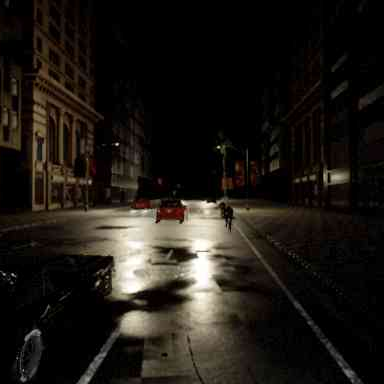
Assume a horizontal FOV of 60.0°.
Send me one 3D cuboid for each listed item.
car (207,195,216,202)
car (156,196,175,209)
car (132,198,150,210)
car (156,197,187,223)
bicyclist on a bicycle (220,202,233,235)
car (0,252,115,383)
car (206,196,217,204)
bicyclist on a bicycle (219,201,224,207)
[{"bbox_3d":[4.502,1.605,77.556,1.882,1.535,5.008,0,0,3],"label":"car"},{"bbox_3d":[-3.787,1.497,47.839,2.097,1.767,4.553,0,0,3],"label":"car"},{"bbox_3d":[-7.110,1.627,46.679,1.882,1.535,5.008,0,0,3],"label":"car"},{"bbox_3d":[-1.542,1.458,26.561,2.097,1.767,4.553,0,0,3],"label":"car"},{"bbox_3d":[2.060,1.528,18.619,0.582,1.620,1.656,0,-1,3],"label":"bicyclist on a bicycle"},{"bbox_3d":[-2.743,1.628,5.378,1.895,1.301,4.718,0,0,3],"label":"car"},{"bbox_3d":[3.938,1.631,65.982,1.837,1.490,4.892,0,0,3],"label":"car"},{"bbox_3d":[2.580,1.556,27.823,0.582,1.620,1.656,0,0,3],"label":"bicyclist on a bicycle"}]
